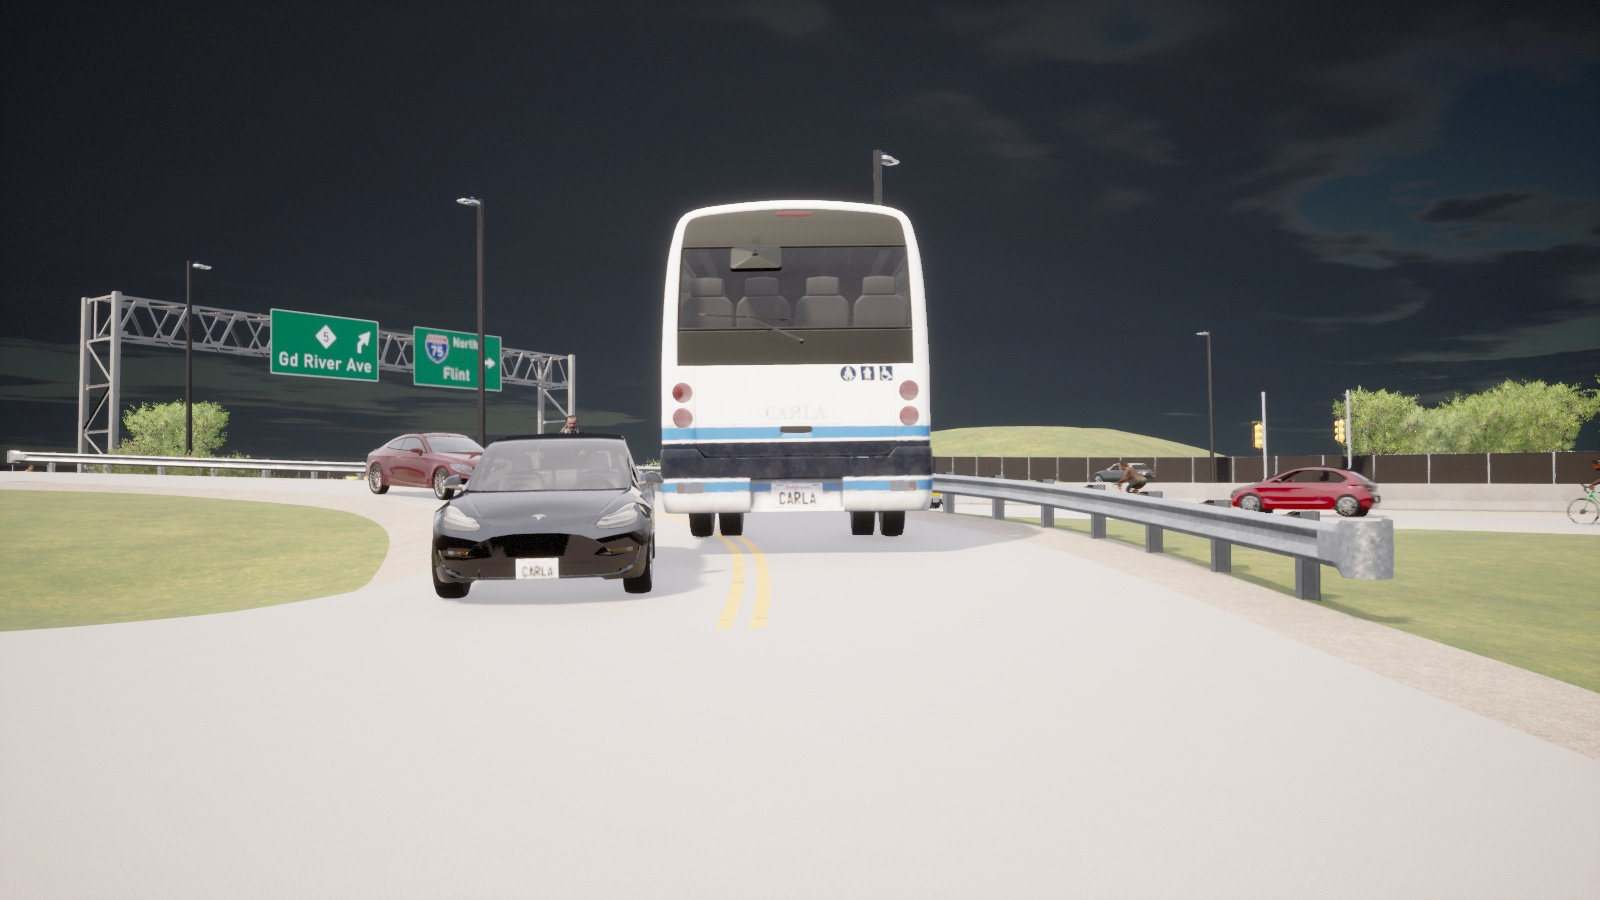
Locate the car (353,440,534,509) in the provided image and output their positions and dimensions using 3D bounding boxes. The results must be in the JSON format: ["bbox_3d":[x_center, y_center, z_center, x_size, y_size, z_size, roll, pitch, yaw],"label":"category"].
[{"bbox_3d":[-8.144,0.505,28.431,4.674,1.442,1.812,0,1,44],"label":"car"}]

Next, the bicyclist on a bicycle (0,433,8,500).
[{"bbox_3d":[-19.883,0.403,29.892,0.582,1.620,1.656,0,0,35],"label":"bicyclist on a bicycle"}]

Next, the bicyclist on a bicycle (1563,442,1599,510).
[{"bbox_3d":[19.578,0.628,30.565,1.656,1.620,0.582,-2,-2,35],"label":"bicyclist on a bicycle"}]

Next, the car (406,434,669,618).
[{"bbox_3d":[-2.491,0.617,13.154,2.163,1.488,4.792,-2,1,-6],"label":"car"}]

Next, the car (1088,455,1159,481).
[{"bbox_3d":[19.337,1.077,75.188,1.970,1.475,3.806,-1,-1,-28],"label":"car"}]

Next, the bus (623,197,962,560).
[{"bbox_3d":[-0.100,-0.937,20.264,3.944,4.253,10.273,-2,1,0],"label":"bus"}]

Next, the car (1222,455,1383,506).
[{"bbox_3d":[15.136,0.937,37.901,4.193,1.474,1.816,-2,-2,35],"label":"car"}]
